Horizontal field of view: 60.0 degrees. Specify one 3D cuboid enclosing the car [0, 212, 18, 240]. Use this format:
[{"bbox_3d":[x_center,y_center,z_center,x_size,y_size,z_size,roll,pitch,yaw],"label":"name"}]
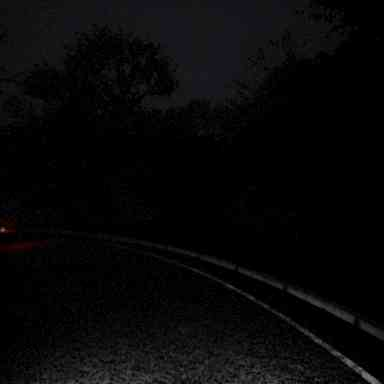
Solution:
[{"bbox_3d":[-10.187,1.422,15.101,5.008,1.535,1.882,0,0,26],"label":"car"}]
